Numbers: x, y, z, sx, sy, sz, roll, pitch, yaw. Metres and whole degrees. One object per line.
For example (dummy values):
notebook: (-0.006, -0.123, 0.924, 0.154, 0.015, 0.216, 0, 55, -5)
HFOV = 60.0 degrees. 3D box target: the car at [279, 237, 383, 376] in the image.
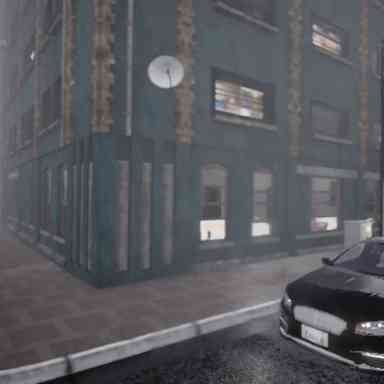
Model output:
car: (3.523, 1.555, 5.585, 4.902, 1.511, 2.128, 1, 0, -36)
